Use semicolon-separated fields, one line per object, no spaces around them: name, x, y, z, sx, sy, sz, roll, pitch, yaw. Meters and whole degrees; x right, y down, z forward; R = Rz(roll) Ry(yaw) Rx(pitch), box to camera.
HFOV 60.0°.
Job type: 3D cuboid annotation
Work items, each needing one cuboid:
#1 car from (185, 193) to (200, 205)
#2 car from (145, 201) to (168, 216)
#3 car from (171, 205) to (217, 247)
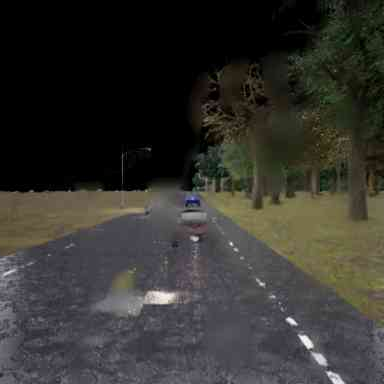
car;0.129;1.118;51.813;2.150;2.045;5.566;0;1;0
car;-3.497;1.588;33.198;1.994;1.385;4.181;0;0;0
car;0.109;1.585;15.562;1.837;1.490;4.892;0;0;0
